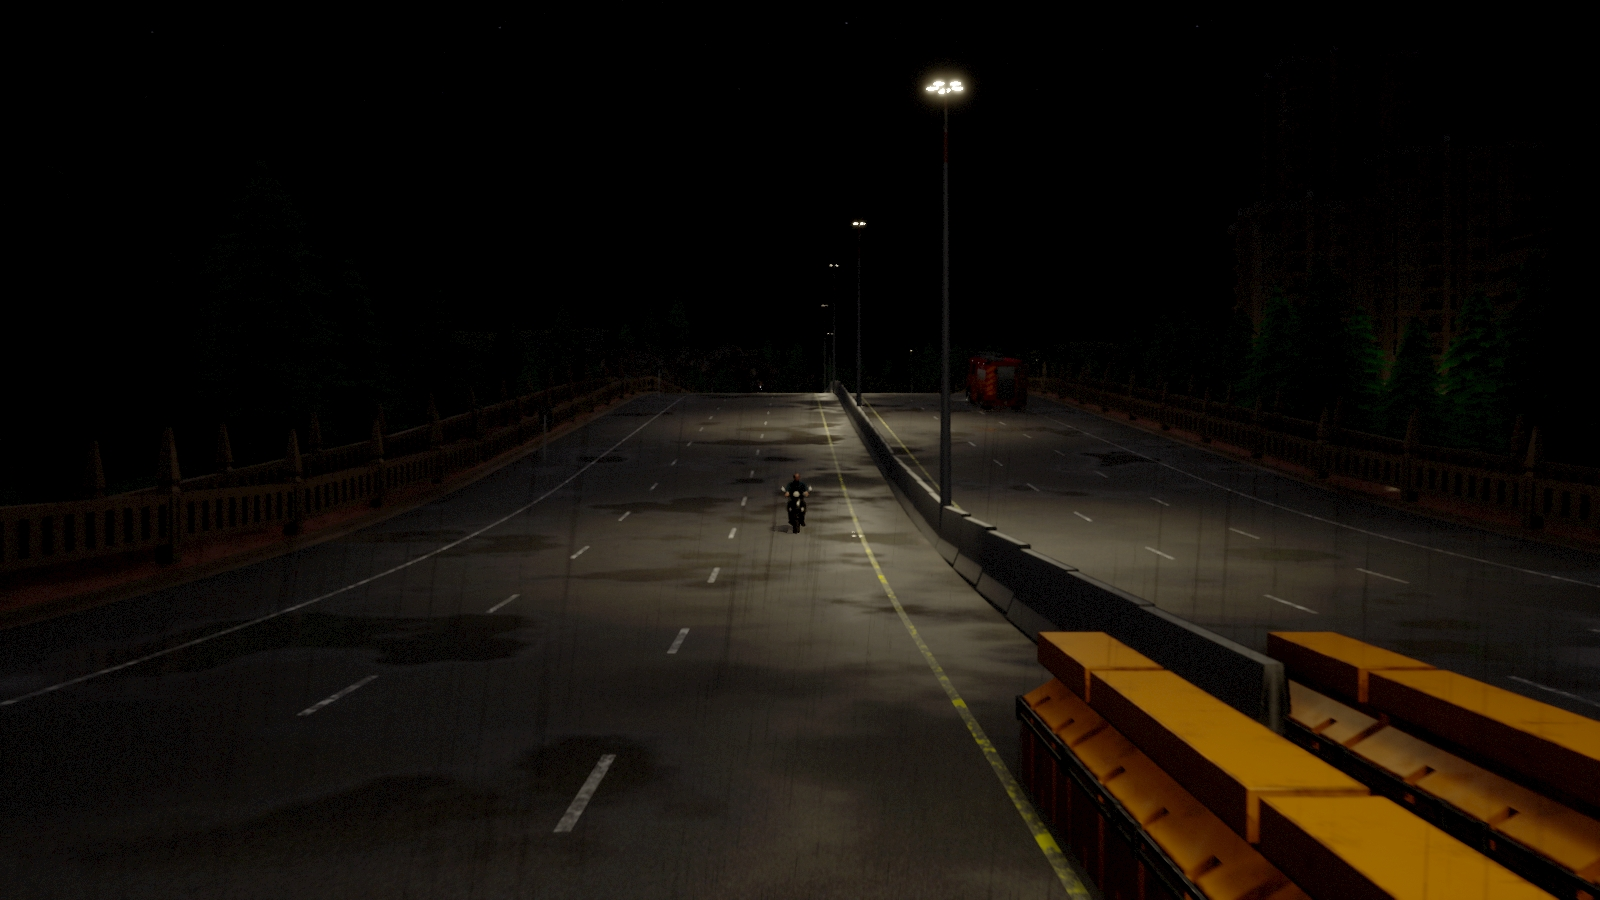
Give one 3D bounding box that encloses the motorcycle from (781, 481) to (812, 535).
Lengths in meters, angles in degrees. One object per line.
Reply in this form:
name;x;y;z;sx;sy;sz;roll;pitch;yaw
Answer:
motorcycle;-0.095;1.589;31.711;0.856;1.316;1.805;0;4;0
